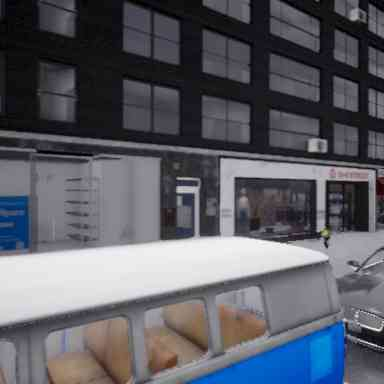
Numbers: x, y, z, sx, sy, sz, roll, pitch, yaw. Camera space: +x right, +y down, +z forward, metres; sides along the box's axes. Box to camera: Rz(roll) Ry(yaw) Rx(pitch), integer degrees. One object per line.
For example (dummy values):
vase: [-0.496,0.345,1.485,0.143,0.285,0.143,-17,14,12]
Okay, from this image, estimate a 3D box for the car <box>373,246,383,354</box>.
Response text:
car: [3.935,1.552,5.640,4.403,1.369,2.008,0,0,-35]

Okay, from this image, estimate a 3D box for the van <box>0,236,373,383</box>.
van: [-0.554,1.331,2.463,3.998,1.788,1.690,0,0,-35]
